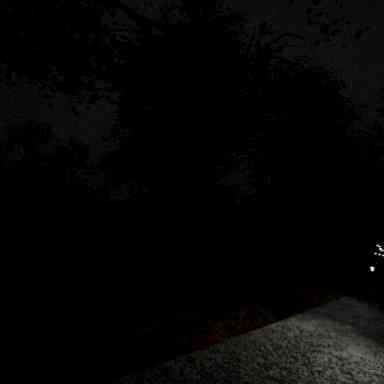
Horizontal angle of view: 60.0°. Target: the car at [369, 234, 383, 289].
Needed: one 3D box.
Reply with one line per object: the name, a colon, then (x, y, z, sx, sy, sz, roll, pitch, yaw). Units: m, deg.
car: (6.456, 1.231, 8.038, 5.566, 2.045, 2.150, 0, 0, -38)
